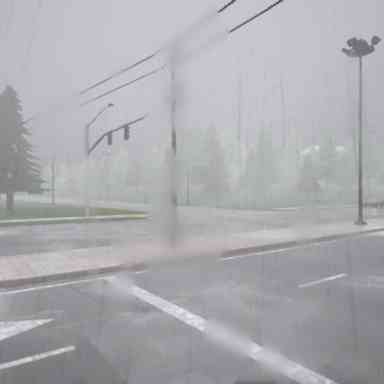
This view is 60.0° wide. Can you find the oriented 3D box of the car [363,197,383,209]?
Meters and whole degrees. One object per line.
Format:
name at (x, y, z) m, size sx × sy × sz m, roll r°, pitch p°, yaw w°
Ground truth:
car at (25.989, 1.497, 46.673) m, size 5.008 × 1.535 × 1.882 m, roll 0°, pitch 0°, yaw -35°
